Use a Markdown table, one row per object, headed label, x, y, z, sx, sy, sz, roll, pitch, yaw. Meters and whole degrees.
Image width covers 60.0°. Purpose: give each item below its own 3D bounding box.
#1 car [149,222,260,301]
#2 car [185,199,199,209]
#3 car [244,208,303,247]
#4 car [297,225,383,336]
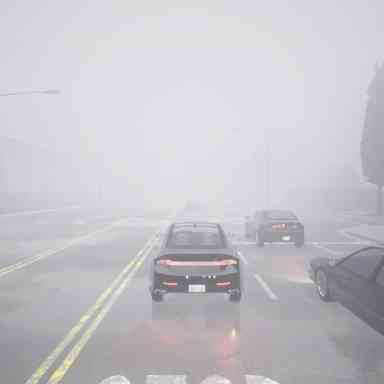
| label | x | y | z | sx | sy | sz | roll | pitch | yaw |
| --- | --- | --- | --- | --- | --- | --- | --- | --- | --- |
| car | 0.082 | 1.492 | 8.302 | 2.128 | 1.511 | 4.902 | 0 | 0 | 0 |
| car | 0.005 | 1.601 | 44.120 | 1.895 | 1.301 | 4.718 | 0 | 0 | 0 |
| car | 3.566 | 1.505 | 15.002 | 1.837 | 1.490 | 4.892 | 0 | 0 | 0 |
| car | 3.589 | 1.547 | 5.256 | 2.033 | 1.411 | 5.357 | 0 | 0 | 0 |
